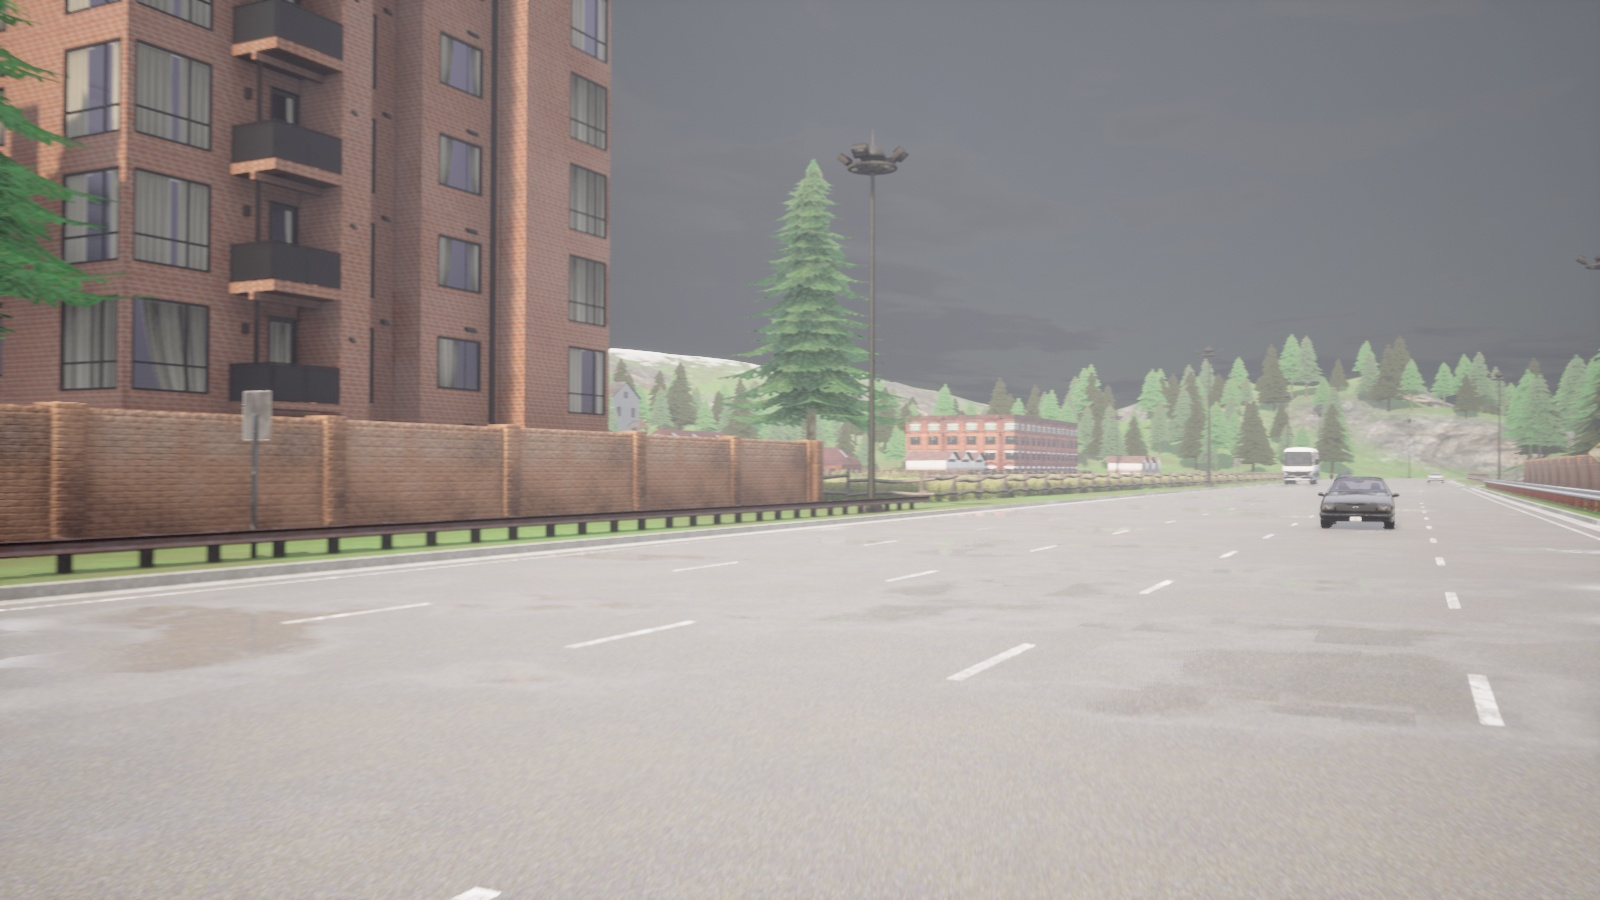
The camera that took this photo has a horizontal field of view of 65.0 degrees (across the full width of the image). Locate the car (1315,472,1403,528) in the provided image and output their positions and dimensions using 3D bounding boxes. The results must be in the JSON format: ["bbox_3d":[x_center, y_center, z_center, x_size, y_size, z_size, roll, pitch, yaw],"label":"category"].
[{"bbox_3d":[15.631,1.320,34.951,2.033,1.411,5.357,-1,-1,26],"label":"car"}]
